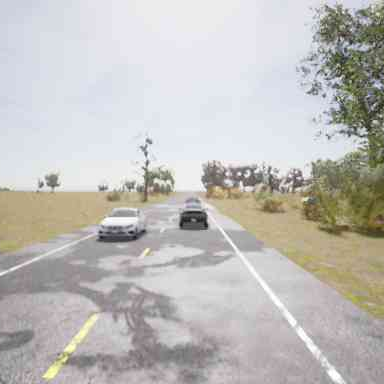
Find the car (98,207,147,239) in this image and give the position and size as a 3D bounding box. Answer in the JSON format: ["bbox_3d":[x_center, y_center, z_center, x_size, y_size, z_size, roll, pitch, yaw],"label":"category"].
[{"bbox_3d":[-3.505,1.547,17.470,1.812,1.442,4.674,0,0,0],"label":"car"}]

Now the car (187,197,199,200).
[{"bbox_3d":[0.108,1.399,41.540,2.097,1.767,4.553,0,0,0],"label":"car"}]

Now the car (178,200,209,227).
[{"bbox_3d":[0.104,1.533,23.299,1.837,1.490,4.892,0,0,0],"label":"car"}]
